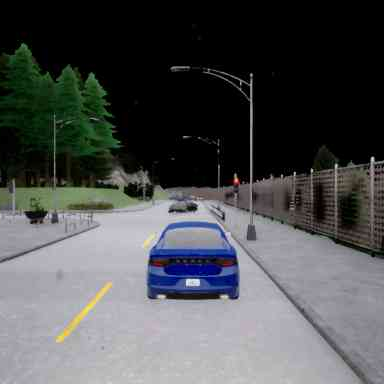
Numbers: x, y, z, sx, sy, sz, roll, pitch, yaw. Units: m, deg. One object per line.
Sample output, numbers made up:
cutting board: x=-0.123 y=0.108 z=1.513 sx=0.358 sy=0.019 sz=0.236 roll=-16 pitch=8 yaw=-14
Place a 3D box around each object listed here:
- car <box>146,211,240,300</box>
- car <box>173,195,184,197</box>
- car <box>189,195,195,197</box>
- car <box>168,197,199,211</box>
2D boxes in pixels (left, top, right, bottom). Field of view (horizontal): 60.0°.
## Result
car: x=0.037 y=1.478 z=8.457 sx=1.882 sy=1.535 sz=5.008 roll=0 pitch=0 yaw=1
car: x=-3.810 y=1.540 z=87.951 sx=5.357 sy=1.411 sz=2.033 roll=0 pitch=0 yaw=40
car: x=0.010 y=1.524 z=78.552 sx=1.812 sy=1.442 sz=4.674 roll=0 pitch=0 yaw=-4
car: x=-0.860 y=1.564 z=35.969 sx=1.994 sy=1.385 sz=4.181 roll=0 pitch=0 yaw=25
